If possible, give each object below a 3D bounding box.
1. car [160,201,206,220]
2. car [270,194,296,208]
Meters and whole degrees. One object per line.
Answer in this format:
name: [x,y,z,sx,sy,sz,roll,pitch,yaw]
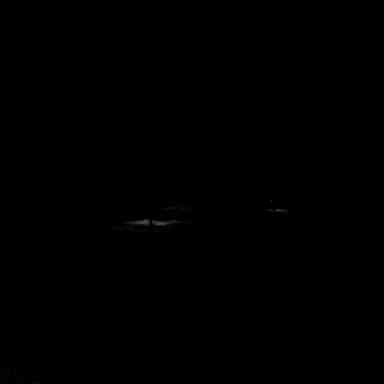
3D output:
car: [-0.696,1.490,28.545,1.882,1.535,5.008,1,0,36]
car: [13.153,1.304,47.762,2.150,2.045,5.566,1,0,36]
